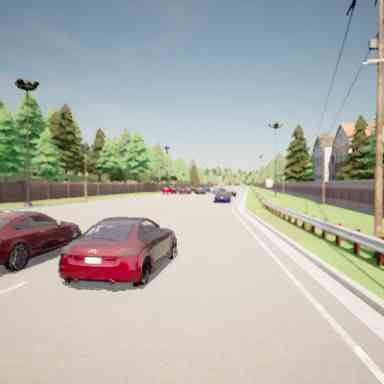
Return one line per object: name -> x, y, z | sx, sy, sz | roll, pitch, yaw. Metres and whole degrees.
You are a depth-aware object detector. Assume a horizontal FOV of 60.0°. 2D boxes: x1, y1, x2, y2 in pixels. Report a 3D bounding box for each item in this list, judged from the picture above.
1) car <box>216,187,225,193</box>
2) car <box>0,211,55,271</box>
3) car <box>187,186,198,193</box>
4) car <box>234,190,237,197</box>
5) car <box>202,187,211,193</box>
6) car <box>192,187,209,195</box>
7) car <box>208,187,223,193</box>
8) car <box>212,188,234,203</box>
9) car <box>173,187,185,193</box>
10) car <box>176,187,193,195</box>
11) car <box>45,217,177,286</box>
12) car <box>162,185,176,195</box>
car -> 7.085, -0.487, 81.882 | 1.994, 1.385, 4.181 | 0, 1, 10
car -> -5.102, 1.291, 9.989 | 1.812, 1.442, 4.674 | 0, 1, 10
car -> 0.185, -0.592, 83.058 | 1.882, 1.535, 5.008 | 0, 1, 10
car -> 7.420, 0.173, 62.463 | 1.895, 1.301, 4.718 | 0, 1, 10
car -> 3.635, -0.531, 82.470 | 1.812, 1.442, 4.674 | 0, 1, 10
car -> 1.952, -0.118, 72.616 | 1.994, 1.385, 4.181 | 0, 1, 10
car -> 5.332, -0.107, 71.617 | 2.033, 1.411, 5.357 | 0, 1, 10
car -> 3.920, 0.606, 41.860 | 1.994, 1.385, 4.181 | 0, 1, 9
car -> -3.265, -0.560, 83.648 | 2.128, 1.511, 4.902 | 0, 1, 10
car -> -1.503, -0.330, 73.171 | 2.097, 1.767, 4.553 | 0, 1, 10
car -> -1.720, 1.356, 8.917 | 1.994, 1.385, 4.181 | 0, 1, 10
car -> -5.013, -0.468, 73.405 | 2.150, 2.045, 5.566 | 0, 1, 10
